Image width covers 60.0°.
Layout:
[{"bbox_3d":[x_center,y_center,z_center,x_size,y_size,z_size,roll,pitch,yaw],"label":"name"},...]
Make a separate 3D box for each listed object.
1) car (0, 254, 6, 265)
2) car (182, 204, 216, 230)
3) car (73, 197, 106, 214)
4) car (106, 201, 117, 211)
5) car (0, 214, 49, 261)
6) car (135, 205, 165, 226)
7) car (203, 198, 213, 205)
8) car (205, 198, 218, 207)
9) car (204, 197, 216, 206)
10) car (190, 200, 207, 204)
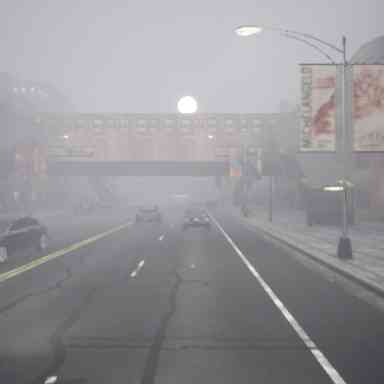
[{"bbox_3d":[-3.366,1.544,1.998,1.812,1.442,4.674,0,-1,0],"label":"car"},{"bbox_3d":[0.295,1.771,22.732,2.033,1.411,5.357,0,-1,1],"label":"car"},{"bbox_3d":[-13.177,1.634,42.320,2.435,2.045,5.566,0,-1,0],"label":"car"},{"bbox_3d":[-13.152,2.072,49.712,1.895,1.301,4.718,0,-1,0],"label":"car"},{"bbox_3d":[-6.966,1.622,12.201,1.837,1.490,4.892,0,-1,1],"label":"car"},{"bbox_3d":[-3.177,1.742,25.670,2.128,1.511,4.902,0,-1,1],"label":"car"},{"bbox_3d":[3.745,2.247,77.981,2.097,1.535,5.008,0,-1,0],"label":"car"},{"bbox_3d":[3.685,2.080,60.781,2.231,1.521,4.892,0,-1,10],"label":"car"},{"bbox_3d":[3.823,2.059,71.556,2.185,1.767,4.553,0,-1,0],"label":"car"},{"bbox_3d":[0.464,1.950,40.911,2.033,1.411,5.357,0,-1,1],"label":"car"}]
